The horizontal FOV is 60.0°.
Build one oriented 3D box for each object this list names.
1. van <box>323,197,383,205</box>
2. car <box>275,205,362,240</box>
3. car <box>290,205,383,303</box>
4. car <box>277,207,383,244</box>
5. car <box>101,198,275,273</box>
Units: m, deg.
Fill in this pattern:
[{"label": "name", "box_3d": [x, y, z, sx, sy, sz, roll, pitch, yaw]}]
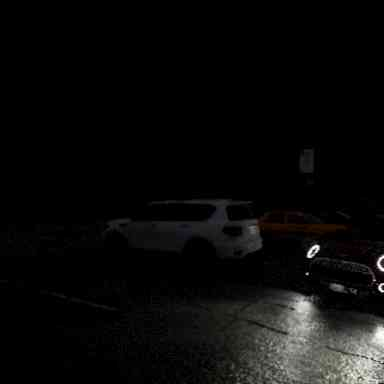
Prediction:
[{"label": "van", "box_3d": [9.086, 1.270, 18.087, 4.442, 1.987, 1.878, -1, -1, 33]}, {"label": "car", "box_3d": [4.515, 1.488, 14.346, 5.366, 1.575, 1.946, -1, -1, 33]}, {"label": "car", "box_3d": [4.754, 1.355, 8.087, 4.553, 1.767, 2.097, 0, 0, -36]}, {"label": "car", "box_3d": [6.771, 1.534, 16.242, 4.674, 1.452, 2.002, -1, -1, 33]}, {"label": "car", "box_3d": [-0.496, 1.242, 10.875, 5.566, 2.045, 2.435, -1, -1, 33]}]
